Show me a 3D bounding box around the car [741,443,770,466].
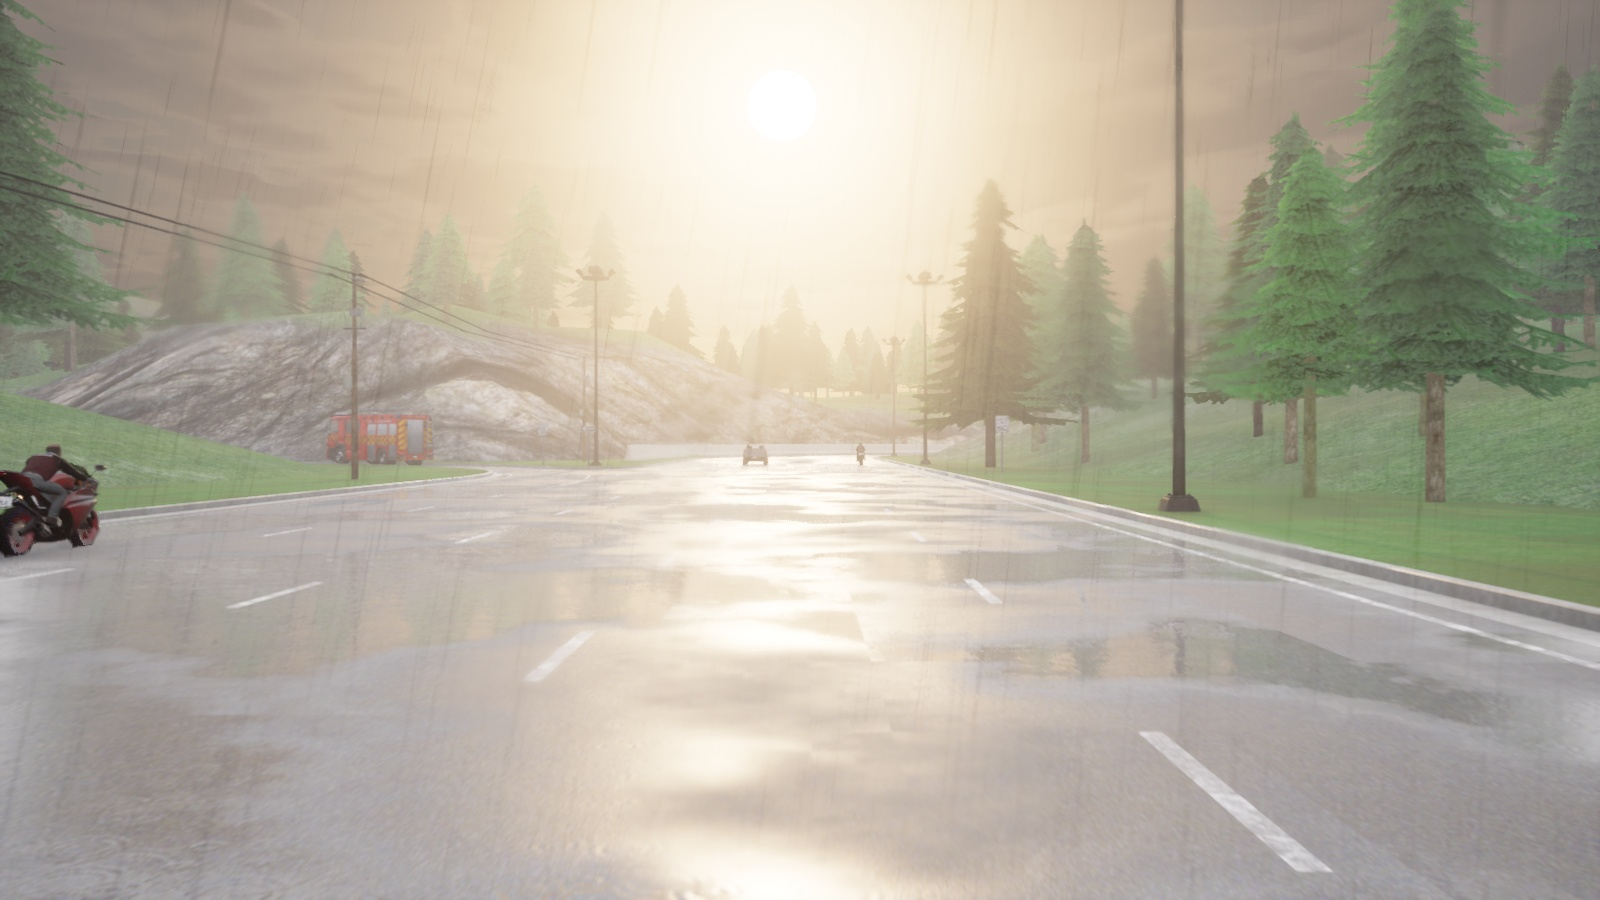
[{"bbox_3d":[-2.998,0.276,85.566,1.845,1.501,3.633,0,0,0],"label":"car"}]

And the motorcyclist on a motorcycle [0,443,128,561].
[{"bbox_3d":[-10.386,0.674,17.480,0.866,1.530,2.191,0,0,0],"label":"motorcyclist on a motorcycle"}]

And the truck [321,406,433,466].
[{"bbox_3d":[-28.365,-0.914,83.980,8.468,3.827,2.891,0,0,38],"label":"truck"}]
